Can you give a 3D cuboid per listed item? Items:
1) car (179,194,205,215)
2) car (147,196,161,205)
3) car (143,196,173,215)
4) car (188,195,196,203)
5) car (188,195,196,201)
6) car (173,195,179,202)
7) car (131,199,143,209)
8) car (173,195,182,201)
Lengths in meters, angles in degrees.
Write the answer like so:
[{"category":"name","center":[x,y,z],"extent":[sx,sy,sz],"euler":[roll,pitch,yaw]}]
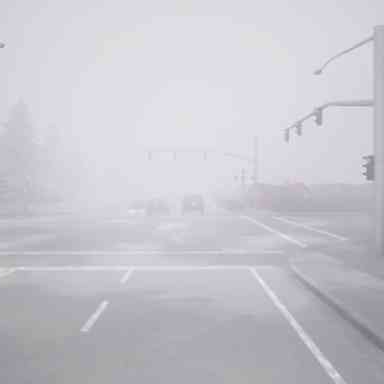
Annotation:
[{"category":"car","center":[0.095,1.226,33.769],"extent":[2.150,2.045,5.566],"euler":[0,0,0]},{"category":"car","center":[-7.032,1.572,62.285],"extent":[2.033,1.411,5.357],"euler":[0,0,1]},{"category":"car","center":[-3.405,1.365,34.328],"extent":[2.097,1.767,4.553],"euler":[0,0,0]},{"category":"car","center":[-0.008,1.526,73.199],"extent":[1.837,1.490,4.892],"euler":[0,0,0]},{"category":"car","center":[-0.009,1.467,82.108],"extent":[1.994,1.385,4.181],"euler":[0,0,0]},{"category":"car","center":[-3.508,1.506,72.945],"extent":[1.882,1.535,5.008],"euler":[0,0,0]},{"category":"car","center":[-7.092,1.619,45.430],"extent":[1.895,1.301,4.718],"euler":[0,0,0]},{"category":"car","center":[-3.509,1.440,82.107],"extent":[2.128,1.511,4.902],"euler":[0,0,0]}]
